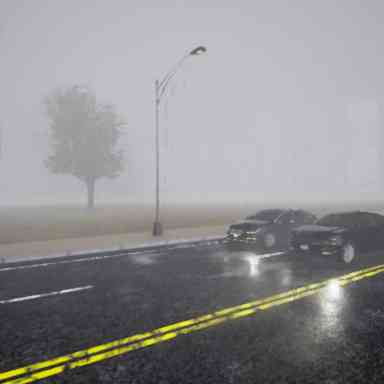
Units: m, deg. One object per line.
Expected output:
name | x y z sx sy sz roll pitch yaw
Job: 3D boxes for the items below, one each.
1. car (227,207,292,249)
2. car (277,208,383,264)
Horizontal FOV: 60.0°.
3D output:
car | 3.654 1.439 14.438 4.892 1.490 1.837 0 0 -37
car | 5.463 1.409 11.733 5.008 1.535 1.882 0 0 -37
